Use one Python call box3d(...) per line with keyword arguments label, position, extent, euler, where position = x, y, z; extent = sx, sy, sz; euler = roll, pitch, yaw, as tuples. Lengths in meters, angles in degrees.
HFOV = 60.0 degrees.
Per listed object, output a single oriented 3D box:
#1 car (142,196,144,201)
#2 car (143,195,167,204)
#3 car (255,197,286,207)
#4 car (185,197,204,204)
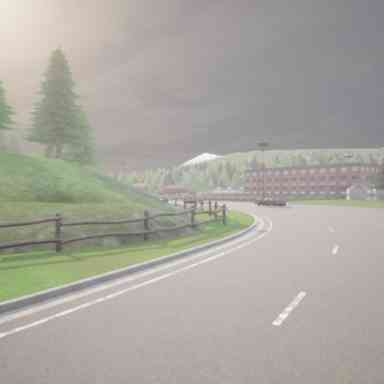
box3d(label="car", position=(-10.263, 1.443, 78.564), extent=(1.882, 1.535, 5.008), euler=(0, 0, -40))
box3d(label="car", position=(-6.813, 1.571, 63.631), extent=(1.895, 1.301, 4.718), euler=(0, 0, -40))
box3d(label="car", position=(11.625, 1.506, 49.604), extent=(2.033, 1.411, 5.357), euler=(0, 0, -27))
box3d(label="car", position=(0.420, 1.529, 60.125), extent=(1.994, 1.385, 4.181), euler=(0, 0, -38))
